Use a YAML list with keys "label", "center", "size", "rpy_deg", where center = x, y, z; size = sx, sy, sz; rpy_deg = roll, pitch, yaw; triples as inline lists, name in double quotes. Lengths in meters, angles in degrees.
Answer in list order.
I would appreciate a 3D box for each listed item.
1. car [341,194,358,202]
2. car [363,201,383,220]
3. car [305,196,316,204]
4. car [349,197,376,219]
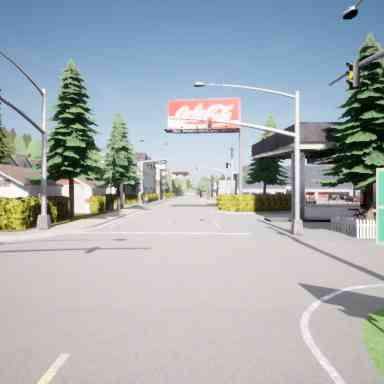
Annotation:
- label: "car"
  center: [34.842, 1.489, 71.841]
  size: [2.007, 1.523, 4.514]
  rpy_deg: [0, 0, 0]
- label: "car"
  center: [18.668, 1.672, 30.638]
  size: [4.611, 1.667, 2.242]
  rpy_deg: [0, 0, 0]
- label: "car"
  center: [22.445, 1.552, 64.038]
  size: [1.970, 1.475, 3.806]
  rpy_deg: [0, 0, 0]
- label: "car"
  center: [14.346, 1.505, 24.964]
  size: [3.866, 1.878, 1.905]
  rpy_deg: [0, 0, 0]
